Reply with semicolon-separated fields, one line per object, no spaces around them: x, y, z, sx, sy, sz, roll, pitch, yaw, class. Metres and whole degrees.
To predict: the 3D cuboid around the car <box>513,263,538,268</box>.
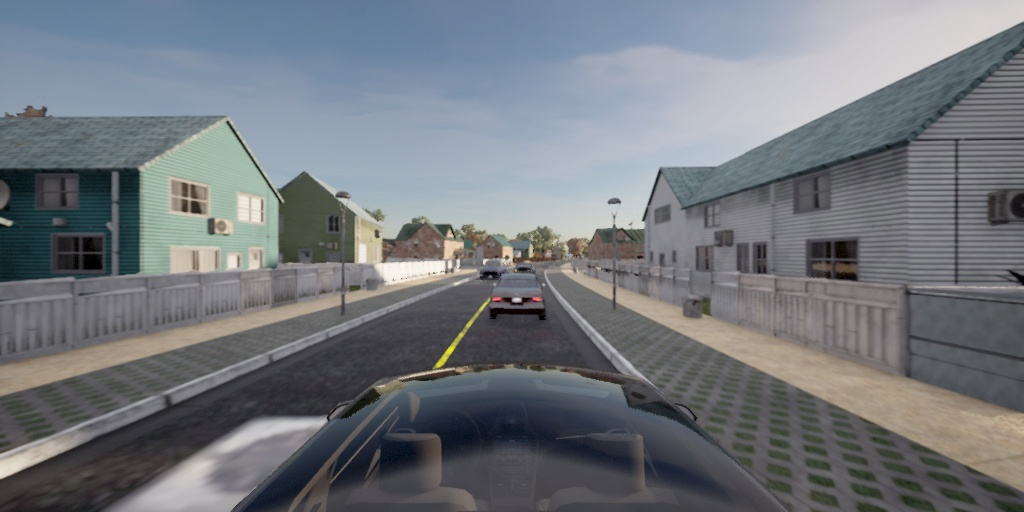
1.086;1.327;30.170;1.837;1.490;4.892;0;0;4;car

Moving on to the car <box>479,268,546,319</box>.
0.239;1.326;12.907;2.033;1.411;5.357;0;0;2;car

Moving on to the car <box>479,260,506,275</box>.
-1.648;1.177;32.374;2.097;1.767;4.553;0;0;4;car
